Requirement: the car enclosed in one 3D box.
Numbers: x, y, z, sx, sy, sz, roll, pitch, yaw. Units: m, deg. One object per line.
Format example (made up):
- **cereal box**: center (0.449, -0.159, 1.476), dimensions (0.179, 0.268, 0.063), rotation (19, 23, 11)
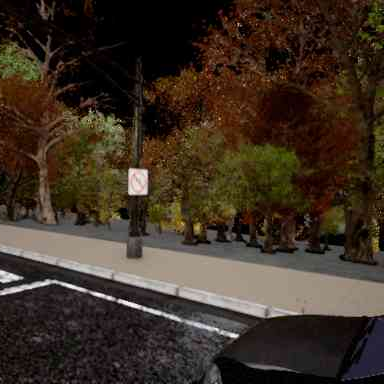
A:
- **car**: center (2.048, 1.572, 2.222), dimensions (4.181, 1.385, 1.994), rotation (1, 1, 36)
